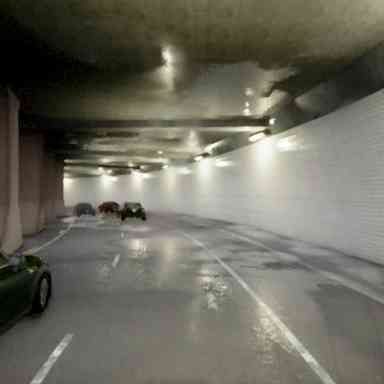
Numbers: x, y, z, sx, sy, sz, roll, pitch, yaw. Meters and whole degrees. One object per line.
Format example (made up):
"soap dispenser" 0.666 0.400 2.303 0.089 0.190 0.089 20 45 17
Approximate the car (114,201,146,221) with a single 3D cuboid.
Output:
"car" -5.645 1.650 30.672 2.097 1.767 4.553 0 -1 -19

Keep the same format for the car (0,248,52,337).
"car" -3.770 1.405 4.876 2.097 1.767 4.553 0 -1 -3

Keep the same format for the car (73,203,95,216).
"car" -11.962 1.893 36.843 1.812 1.442 4.674 0 0 -25

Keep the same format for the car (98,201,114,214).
"car" -10.323 1.885 41.406 1.882 1.535 5.008 0 0 -28
